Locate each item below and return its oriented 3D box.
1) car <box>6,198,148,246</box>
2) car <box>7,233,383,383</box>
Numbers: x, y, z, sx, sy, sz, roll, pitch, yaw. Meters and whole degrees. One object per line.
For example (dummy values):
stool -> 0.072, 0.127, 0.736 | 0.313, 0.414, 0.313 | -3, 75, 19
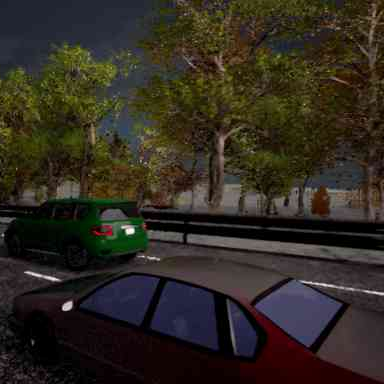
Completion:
car -> -3.963, 1.221, 11.117 | 5.566, 2.045, 2.150 | 0, 0, 35
car -> -0.094, 1.547, 4.058 | 5.357, 1.411, 2.033 | 0, 0, 35
